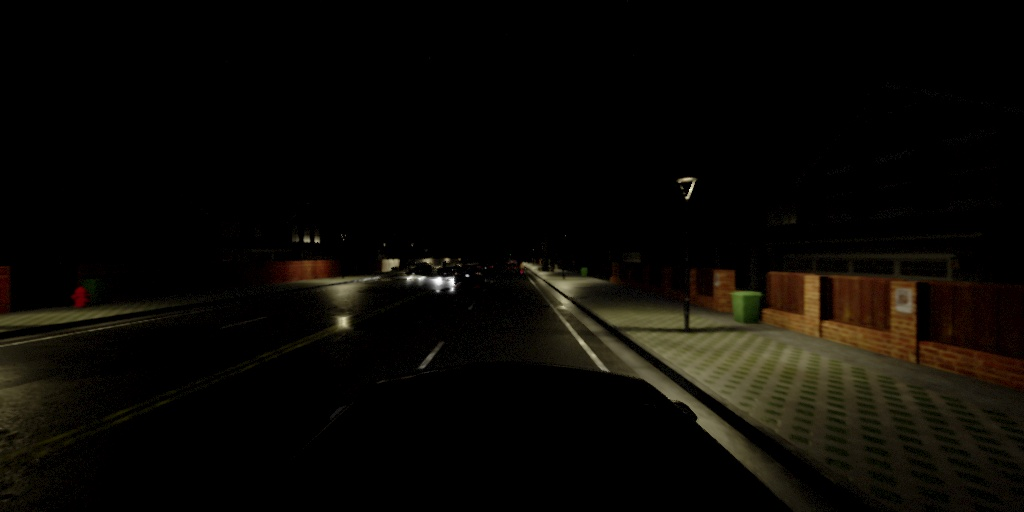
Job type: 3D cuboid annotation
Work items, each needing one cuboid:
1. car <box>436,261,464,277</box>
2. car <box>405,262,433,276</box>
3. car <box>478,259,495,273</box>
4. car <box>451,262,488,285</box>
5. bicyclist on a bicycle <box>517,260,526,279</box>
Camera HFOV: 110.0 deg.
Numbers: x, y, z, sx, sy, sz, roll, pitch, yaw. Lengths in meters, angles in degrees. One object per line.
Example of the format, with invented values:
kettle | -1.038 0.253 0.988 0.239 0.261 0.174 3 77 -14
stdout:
car | -6.594 1.450 37.541 1.895 1.301 4.718 0 0 0
car | -9.841 1.399 38.444 2.033 1.411 5.357 0 0 0
car | -3.154 1.435 44.851 1.994 1.385 4.181 0 0 0
car | -3.152 1.382 27.349 1.994 1.385 4.181 0 0 0
bicyclist on a bicycle | 0.883 1.272 32.795 0.866 1.612 1.509 0 0 0
